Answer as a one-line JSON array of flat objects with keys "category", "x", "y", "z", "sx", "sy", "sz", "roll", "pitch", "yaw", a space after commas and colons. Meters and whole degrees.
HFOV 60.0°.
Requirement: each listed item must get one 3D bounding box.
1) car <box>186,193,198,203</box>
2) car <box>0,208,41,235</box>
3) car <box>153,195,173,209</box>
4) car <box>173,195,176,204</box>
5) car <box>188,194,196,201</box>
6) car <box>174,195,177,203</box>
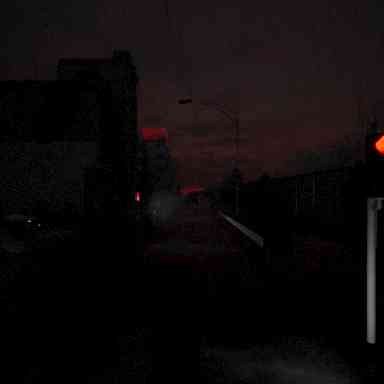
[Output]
[{"category": "car", "x": -0.036, "y": 1.219, "z": 66.305, "sx": 2.150, "sy": 2.045, "sz": 5.566, "roll": 0, "pitch": 0, "yaw": 0}, {"category": "car", "x": -10.660, "y": 1.525, "z": 17.840, "sx": 4.674, "sy": 1.442, "sz": 1.812, "roll": 0, "pitch": 0, "yaw": -8}, {"category": "car", "x": -4.119, "y": 1.490, "z": 44.361, "sx": 2.128, "sy": 1.511, "sz": 4.902, "roll": 0, "pitch": 0, "yaw": 0}, {"category": "car", "x": -4.118, "y": 1.599, "z": 53.819, "sx": 1.895, "sy": 1.301, "sz": 4.718, "roll": 0, "pitch": 0, "yaw": 0}, {"category": "car", "x": -0.044, "y": 1.308, "z": 76.695, "sx": 1.882, "sy": 1.535, "sz": 5.008, "roll": 0, "pitch": 0, "yaw": 0}, {"category": "car", "x": -4.084, "y": 1.350, "z": 64.328, "sx": 2.097, "sy": 1.767, "sz": 4.553, "roll": 0, "pitch": 0, "yaw": 0}]
